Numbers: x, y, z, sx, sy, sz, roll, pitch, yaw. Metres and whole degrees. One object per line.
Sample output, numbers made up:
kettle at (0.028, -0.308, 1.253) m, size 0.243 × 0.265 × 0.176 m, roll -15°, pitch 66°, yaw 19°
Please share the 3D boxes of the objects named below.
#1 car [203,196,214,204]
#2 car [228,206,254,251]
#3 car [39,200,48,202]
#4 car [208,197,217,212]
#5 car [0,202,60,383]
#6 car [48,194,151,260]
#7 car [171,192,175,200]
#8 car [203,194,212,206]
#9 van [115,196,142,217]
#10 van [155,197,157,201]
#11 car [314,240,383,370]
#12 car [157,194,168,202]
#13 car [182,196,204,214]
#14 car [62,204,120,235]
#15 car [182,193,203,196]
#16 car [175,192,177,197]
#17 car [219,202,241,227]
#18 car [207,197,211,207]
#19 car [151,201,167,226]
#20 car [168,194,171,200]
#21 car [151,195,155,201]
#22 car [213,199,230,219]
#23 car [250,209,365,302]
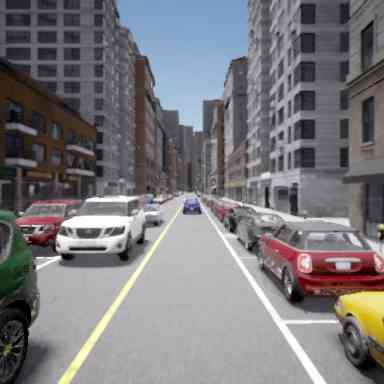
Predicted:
car at (2.844, 1.379, 57.945) m, size 1.802 × 1.307 × 4.206 m, roll 0°, pitch 0°, yaw 0°
car at (2.854, 1.508, 13.738) m, size 2.008 × 1.369 × 4.403 m, roll 0°, pitch 0°, yaw 0°
car at (-5.672, 1.273, 13.736) m, size 2.192 × 1.841 × 5.009 m, roll 0°, pitch 0°, yaw 0°
car at (2.851, 1.452, 30.316) m, size 2.008 × 1.369 × 4.403 m, roll 0°, pitch 0°, yaw 0°
car at (-3.099, 1.215, 2.228) m, size 2.150 × 2.045 × 5.566 m, roll 0°, pitch 0°, yaw 0°
car at (-3.093, 1.183, 12.594) m, size 2.150 × 2.045 × 5.566 m, roll 0°, pitch 0°, yaw 0°
car at (-5.686, 1.242, 79.877) m, size 1.752 × 1.417 × 4.829 m, roll 0°, pitch 0°, yaw 0°
car at (2.847, 1.391, 46.894) m, size 2.008 × 1.369 × 4.403 m, roll 0°, pitch 0°, yaw 0°
van at (-5.676, 1.244, 30.314) m, size 1.690 × 1.788 × 3.998 m, roll 0°, pitch 0°, yaw 0°
van at (-5.675, 1.204, 41.365) m, size 1.690 × 1.788 × 3.998 m, roll 0°, pitch 0°, yaw 0°
car at (2.856, 1.515, 2.856) m, size 1.752 × 1.417 × 4.829 m, roll 0°, pitch 0°, yaw 0°
car at (-5.681, 1.324, 57.774) m, size 1.752 × 1.417 × 4.829 m, roll 0°, pitch 0°, yaw 0°
car at (-0.001, 1.415, 33.755) m, size 1.812 × 1.442 × 4.674 m, roll 0°, pitch 0°, yaw 0°
car at (-5.673, 1.491, 19.263) m, size 2.008 × 1.369 × 4.403 m, roll 0°, pitch 0°, yaw 0°
car at (0.026, 1.333, 46.781) m, size 2.128 × 1.511 × 4.902 m, roll 0°, pitch 0°, yaw 1°
car at (-5.687, 1.247, 85.572) m, size 2.008 × 1.369 × 4.403 m, roll 0°, pitch 0°, yaw 0°
car at (2.853, 1.505, 19.264) m, size 1.947 × 1.339 × 4.313 m, roll 0°, pitch 0°, yaw 0°
car at (2.849, 1.464, 35.842) m, size 1.802 × 1.307 × 4.206 m, roll 0°, pitch 0°, yaw 0°
car at (-3.045, 1.529, 22.771) m, size 1.895 × 1.301 × 4.718 m, roll 0°, pitch 0°, yaw 1°
car at (-5.683, 1.217, 63.469) m, size 1.967 × 1.590 × 4.097 m, roll 0°, pitch 0°, yaw 0°
car at (-5.677, 1.198, 35.840) m, size 2.192 × 1.841 × 5.009 m, roll 0°, pitch 0°, yaw 0°
car at (2.851, 1.465, 24.791) m, size 1.887 × 1.381 × 4.507 m, roll 0°, pitch 0°, yaw 0°
car at (2.854, 1.414, 8.212) m, size 1.967 × 1.590 × 4.097 m, roll 0°, pitch 0°, yaw 0°
